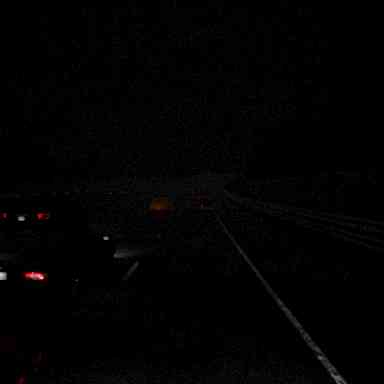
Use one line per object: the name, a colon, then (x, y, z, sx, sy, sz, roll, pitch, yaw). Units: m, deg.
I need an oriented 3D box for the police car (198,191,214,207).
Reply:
police car: (1.908, 1.075, 44.063, 1.930, 1.638, 5.238, 0, 1, 2)

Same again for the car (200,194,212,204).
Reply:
car: (2.323, 1.030, 53.831, 1.812, 1.442, 4.674, 0, 1, 3)

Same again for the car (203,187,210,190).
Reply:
car: (2.632, 0.225, 78.039, 1.812, 1.442, 4.674, 0, 2, 4)

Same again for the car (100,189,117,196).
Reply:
car: (-18.538, 0.123, 75.788, 1.882, 1.535, 5.008, 0, 2, 4)

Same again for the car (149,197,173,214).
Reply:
car: (-2.923, 1.256, 32.253, 1.882, 1.535, 5.008, 0, 1, 2)

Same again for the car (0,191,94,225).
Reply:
car: (-6.773, 1.144, 15.951, 2.150, 2.045, 5.566, 0, 0, 1)

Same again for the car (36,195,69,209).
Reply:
car: (-16.844, 1.164, 40.480, 1.837, 1.490, 4.892, 0, 0, 2)

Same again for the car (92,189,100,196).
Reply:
car: (-22.031, 0.110, 76.016, 1.882, 1.535, 5.008, 0, 2, 4)

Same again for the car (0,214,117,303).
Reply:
car: (-3.360, 1.517, 8.337, 2.033, 1.411, 5.357, 0, 0, 0)
